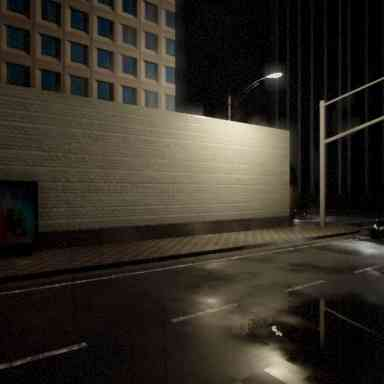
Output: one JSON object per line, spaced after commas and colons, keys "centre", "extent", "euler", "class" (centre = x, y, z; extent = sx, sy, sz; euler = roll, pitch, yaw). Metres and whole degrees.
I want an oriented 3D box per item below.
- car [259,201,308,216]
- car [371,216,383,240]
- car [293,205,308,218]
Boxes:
{"centre": [9.317, 1.656, 34.295], "extent": [1.895, 1.301, 4.718], "euler": [0, 0, -36], "class": "car"}
{"centre": [10.309, 1.529, 15.681], "extent": [4.674, 1.442, 1.812], "euler": [0, 0, -36], "class": "car"}
{"centre": [8.116, 1.581, 29.970], "extent": [1.812, 1.442, 4.674], "euler": [0, 0, -36], "class": "car"}
